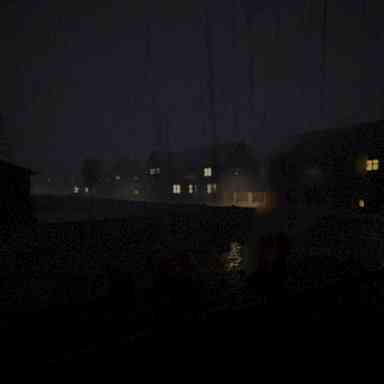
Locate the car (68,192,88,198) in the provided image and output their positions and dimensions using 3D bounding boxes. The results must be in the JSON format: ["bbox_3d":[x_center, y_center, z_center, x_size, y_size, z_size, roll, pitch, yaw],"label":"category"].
[{"bbox_3d":[-16.613,0.826,48.278,1.837,1.490,4.892,-2,2,-40],"label":"car"}]
